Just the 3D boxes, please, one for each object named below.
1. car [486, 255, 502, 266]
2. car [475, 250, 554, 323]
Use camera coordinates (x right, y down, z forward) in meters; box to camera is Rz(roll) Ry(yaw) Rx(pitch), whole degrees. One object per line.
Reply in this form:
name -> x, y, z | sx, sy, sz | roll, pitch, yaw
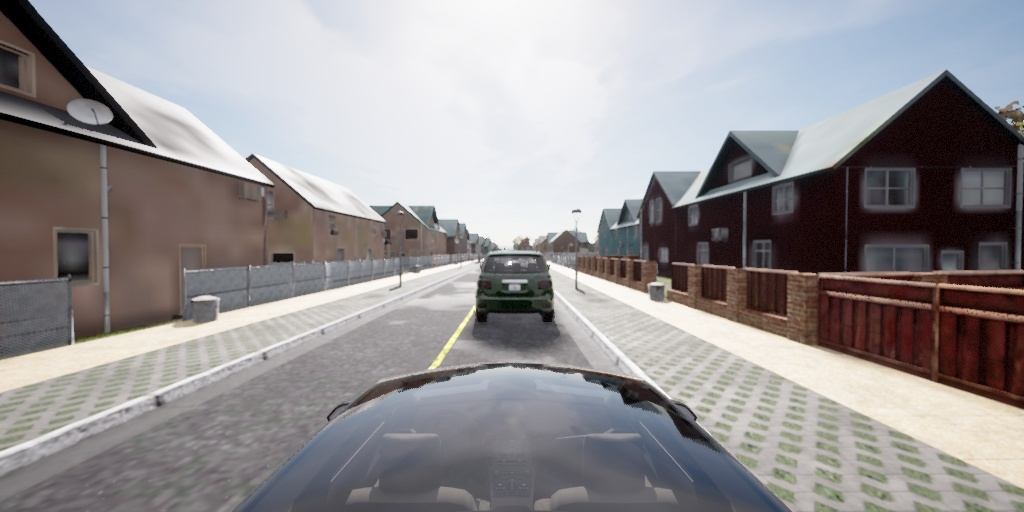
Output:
car -> -2.571, 0.643, 53.043 | 2.033, 1.411, 5.357 | 0, 1, 1
car -> 0.097, 0.832, 11.665 | 2.150, 2.045, 5.566 | 0, 1, 1
